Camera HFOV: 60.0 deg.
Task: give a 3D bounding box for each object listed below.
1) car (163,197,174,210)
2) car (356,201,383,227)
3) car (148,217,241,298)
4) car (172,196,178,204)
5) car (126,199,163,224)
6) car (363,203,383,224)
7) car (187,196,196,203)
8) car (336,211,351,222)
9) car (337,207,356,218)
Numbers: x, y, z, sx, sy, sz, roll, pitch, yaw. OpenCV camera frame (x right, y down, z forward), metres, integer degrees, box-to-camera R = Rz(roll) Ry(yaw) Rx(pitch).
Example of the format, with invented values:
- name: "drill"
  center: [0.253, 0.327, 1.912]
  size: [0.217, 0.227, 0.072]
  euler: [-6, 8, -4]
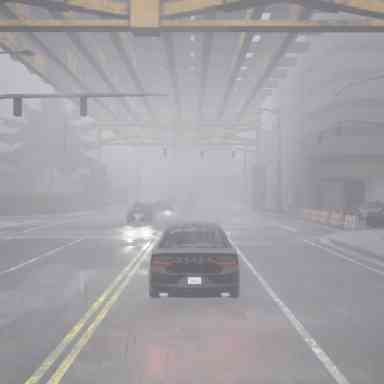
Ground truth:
- name: "car"
  center: [-3.688, 1.601, 42.302]
  size: [1.895, 1.301, 4.718]
  euler: [0, 0, 0]
- name: "car"
  center: [13.217, 1.453, 20.894]
  size: [4.974, 1.542, 2.038]
  euler: [0, 0, -20]
- name: "car"
  center: [0.054, 1.478, 8.590]
  size: [1.882, 1.535, 5.008]
  euler: [0, 0, 0]
- name: "car"
  center: [-3.637, 1.547, 62.330]
  size: [2.033, 1.411, 5.357]
  euler: [0, 0, 0]
- name: "car"
  center: [-3.655, 1.492, 24.888]
  size: [2.128, 1.511, 4.902]
  euler: [0, 0, 0]
- name: "car"
  center: [13.265, 1.295, 20.912]
  size: [4.536, 1.218, 1.853]
  euler: [0, 0, -20]
- name: "car"
  center: [-0.047, 1.492, 66.397]
  size: [2.128, 1.511, 4.902]
  euler: [0, 0, 0]
- name: "car"
  center: [13.534, 1.453, 25.053]
  size: [4.974, 1.542, 2.038]
  euler: [0, 0, 25]
- name: "car"
  center: [13.581, 1.295, 25.032]
  size: [4.536, 1.218, 1.853]
  euler: [0, 0, 25]
